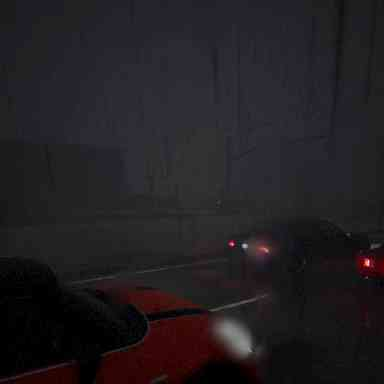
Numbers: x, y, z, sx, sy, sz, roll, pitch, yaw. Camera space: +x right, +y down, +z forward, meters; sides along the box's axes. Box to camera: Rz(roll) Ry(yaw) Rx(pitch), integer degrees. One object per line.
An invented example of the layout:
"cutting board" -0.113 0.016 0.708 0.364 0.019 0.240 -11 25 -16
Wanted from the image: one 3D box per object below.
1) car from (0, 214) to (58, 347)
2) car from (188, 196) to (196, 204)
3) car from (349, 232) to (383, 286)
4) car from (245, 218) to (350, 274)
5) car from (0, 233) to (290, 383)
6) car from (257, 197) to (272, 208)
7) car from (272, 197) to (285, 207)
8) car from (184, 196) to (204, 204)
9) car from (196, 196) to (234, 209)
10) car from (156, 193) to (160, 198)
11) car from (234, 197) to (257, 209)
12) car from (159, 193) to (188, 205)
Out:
"car" -4.574 1.352 4.784 4.553 1.767 2.097 0 0 -35
"car" -1.992 1.477 63.939 1.882 1.535 5.008 0 0 -36
"car" 6.108 1.601 8.144 4.718 1.301 1.895 0 0 -35
"car" 3.534 1.547 10.615 5.357 1.411 2.033 0 0 -35
"car" -1.576 1.352 2.623 4.553 1.767 2.097 0 0 -35
"car" 8.863 1.477 48.973 1.882 1.535 5.008 0 0 -36
"car" 11.836 1.477 50.837 1.882 1.535 5.008 0 0 -36
"car" 0.405 1.564 66.648 1.994 1.385 4.181 0 0 -35
"car" 3.032 1.351 45.016 2.097 1.767 4.553 0 0 -35
"car" -9.583 1.540 74.449 2.033 1.411 5.357 0 0 -36
"car" 6.189 1.492 46.698 2.128 1.511 4.902 0 0 -36
"car" -3.398 1.477 59.885 1.882 1.535 5.008 0 0 -36
